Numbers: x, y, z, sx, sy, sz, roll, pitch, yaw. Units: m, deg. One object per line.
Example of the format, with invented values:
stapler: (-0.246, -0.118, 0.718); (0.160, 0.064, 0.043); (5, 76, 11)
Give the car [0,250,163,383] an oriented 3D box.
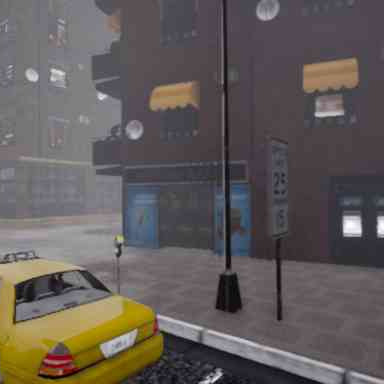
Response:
car: (-2.617, 1.527, 4.797); (4.829, 1.417, 1.752); (0, -1, 36)
